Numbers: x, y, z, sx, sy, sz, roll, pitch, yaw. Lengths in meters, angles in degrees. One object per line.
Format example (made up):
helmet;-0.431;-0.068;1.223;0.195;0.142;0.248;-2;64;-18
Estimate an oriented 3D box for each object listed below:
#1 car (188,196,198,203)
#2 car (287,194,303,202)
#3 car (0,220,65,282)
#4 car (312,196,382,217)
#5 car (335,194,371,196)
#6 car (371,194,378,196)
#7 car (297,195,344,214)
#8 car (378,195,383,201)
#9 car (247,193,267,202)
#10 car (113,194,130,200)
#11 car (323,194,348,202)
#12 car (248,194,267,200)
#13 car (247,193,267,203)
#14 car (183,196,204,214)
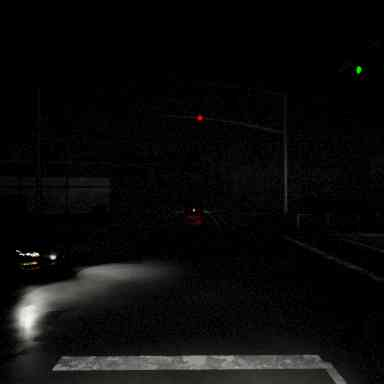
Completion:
car;0.239;1.547;69.640;2.033;1.411;5.357;0;0;0
car;21.296;1.097;65.689;4.605;1.855;1.932;0;0;0
car;-6.009;1.507;9.467;4.892;1.490;1.837;0;-2;15
car;13.066;1.340;28.225;4.514;1.523;2.007;0;0;0
car;20.629;1.320;43.237;3.633;1.501;1.845;0;0;0
car;38.344;1.232;69.034;3.806;1.475;1.970;0;0;0
car;13.001;1.330;31.361;5.027;1.636;2.152;0;0;0
car;38.692;1.154;62.617;5.027;1.636;2.152;0;0;0
car;13.416;1.077;68.945;3.866;1.878;1.905;0;0;0
car;-19.447;1.333;91.533;4.674;1.442;1.812;0;0;0
car;31.281;1.298;72.669;4.514;1.523;2.007;0;0;0
car;18.088;1.334;91.576;4.902;1.511;2.128;0;0;0
car;12.817;1.361;65.618;3.806;1.475;1.970;0;0;0
car;0.182;1.505;34.729;1.837;1.490;4.892;0;0;0
